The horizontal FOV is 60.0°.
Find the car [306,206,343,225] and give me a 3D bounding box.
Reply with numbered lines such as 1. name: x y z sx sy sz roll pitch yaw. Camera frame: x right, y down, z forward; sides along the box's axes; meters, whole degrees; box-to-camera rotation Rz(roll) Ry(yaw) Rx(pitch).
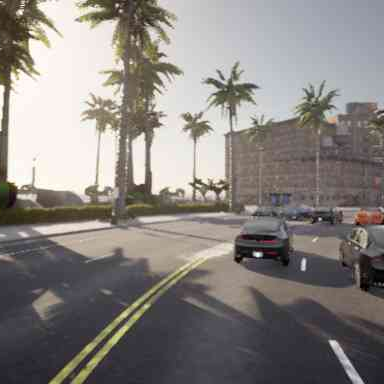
1. car: 12.067 2.060 29.554 1.837 1.490 4.892 0 -1 36

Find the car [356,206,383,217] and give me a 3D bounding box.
1. car: 15.301 1.924 28.029 2.097 1.767 4.553 0 -1 37

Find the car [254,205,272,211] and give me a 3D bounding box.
1. car: 8.217 2.168 36.228 1.994 1.385 4.181 0 -1 40

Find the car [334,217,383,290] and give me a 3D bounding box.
1. car: 5.398 1.703 9.372 1.837 1.490 4.892 0 0 17

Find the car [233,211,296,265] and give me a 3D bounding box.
1. car: 2.828 1.718 12.659 1.837 1.490 4.892 0 -1 19

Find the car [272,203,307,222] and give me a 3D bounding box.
1. car: 10.222 1.936 33.133 2.097 1.767 4.553 0 -1 39
